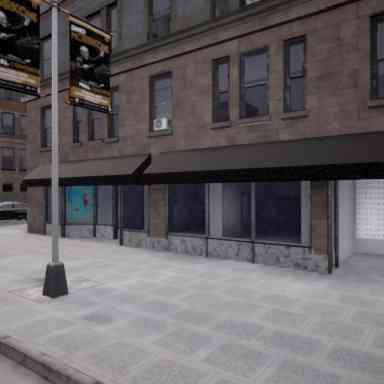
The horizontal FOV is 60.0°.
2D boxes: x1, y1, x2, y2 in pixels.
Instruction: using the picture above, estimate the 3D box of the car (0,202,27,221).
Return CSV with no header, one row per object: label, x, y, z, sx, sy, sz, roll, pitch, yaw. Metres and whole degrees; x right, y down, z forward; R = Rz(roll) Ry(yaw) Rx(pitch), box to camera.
car,-14.125,1.542,25.231,1.837,1.490,4.892,0,0,37
